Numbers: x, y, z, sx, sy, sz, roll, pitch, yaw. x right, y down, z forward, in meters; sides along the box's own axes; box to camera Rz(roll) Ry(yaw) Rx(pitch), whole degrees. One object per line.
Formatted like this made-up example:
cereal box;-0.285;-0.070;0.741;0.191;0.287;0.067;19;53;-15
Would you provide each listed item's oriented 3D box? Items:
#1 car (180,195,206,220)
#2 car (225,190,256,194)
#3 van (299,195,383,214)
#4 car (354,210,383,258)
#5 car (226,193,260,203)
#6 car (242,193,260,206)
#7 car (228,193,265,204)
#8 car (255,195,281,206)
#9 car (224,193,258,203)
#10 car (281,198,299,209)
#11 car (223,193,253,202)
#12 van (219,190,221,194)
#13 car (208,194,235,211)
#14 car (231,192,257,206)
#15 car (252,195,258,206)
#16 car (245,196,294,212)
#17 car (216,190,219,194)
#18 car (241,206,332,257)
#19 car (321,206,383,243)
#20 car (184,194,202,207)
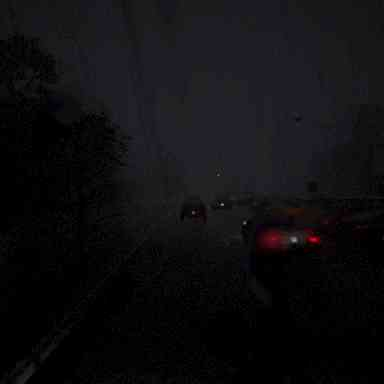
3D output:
car;0.105;1.275;25.925;1.882;1.535;5.008;0;0;0
car;8.108;0.802;46.617;5.566;2.045;2.435;1;0;-20
van;7.968;1.173;16.725;4.442;1.987;1.878;1;1;-20
car;8.099;1.480;10.823;4.792;1.488;2.163;1;0;-20
car;8.073;1.008;52.569;4.892;1.521;2.231;1;0;-20
car;7.903;1.208;31.629;5.366;1.575;1.946;1;1;-20
car;8.085;1.029;49.584;5.008;1.535;2.097;1;1;-20
car;7.901;1.288;25.664;5.366;1.575;1.946;1;1;-20
car;8.254;0.984;55.616;5.366;1.575;1.946;1;0;-20
car;8.046;1.241;19.753;4.553;1.767;2.185;1;0;-20
car;8.107;0.996;58.546;4.792;1.488;2.163;1;0;-20
van;7.976;0.720;61.471;4.442;1.987;1.878;1;1;-20
car;3.107;1.233;35.988;1.994;1.385;4.181;0;1;0
car;8.088;1.083;43.618;4.892;1.521;2.231;1;1;-20
car;8.102;1.282;28.726;4.792;1.488;2.163;1;1;-20
car;8.072;1.217;34.678;4.674;1.452;2.002;1;0;-20
car;7.910;0.923;64.431;5.366;1.575;1.946;1;1;-20
car;3.103;1.492;12.624;2.033;1.411;5.357;0;1;0
car;8.068;1.465;13.795;4.674;1.452;2.002;1;0;-20
car;0.108;1.088;42.961;2.128;1.511;4.902;0;1;0
